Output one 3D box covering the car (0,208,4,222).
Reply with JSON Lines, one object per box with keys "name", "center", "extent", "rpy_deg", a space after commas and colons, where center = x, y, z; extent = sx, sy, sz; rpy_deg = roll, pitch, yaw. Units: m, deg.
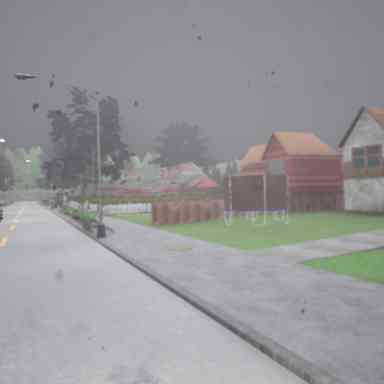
{"name": "car", "center": [-19.347, 2.102, 32.239], "extent": [1.812, 1.442, 4.674], "rpy_deg": [-2, 0, -26]}
